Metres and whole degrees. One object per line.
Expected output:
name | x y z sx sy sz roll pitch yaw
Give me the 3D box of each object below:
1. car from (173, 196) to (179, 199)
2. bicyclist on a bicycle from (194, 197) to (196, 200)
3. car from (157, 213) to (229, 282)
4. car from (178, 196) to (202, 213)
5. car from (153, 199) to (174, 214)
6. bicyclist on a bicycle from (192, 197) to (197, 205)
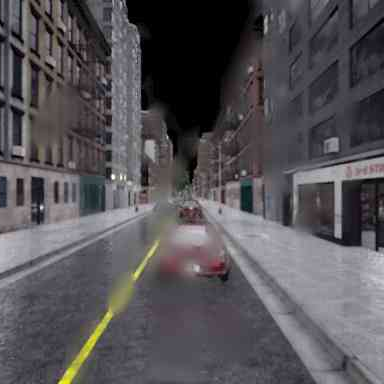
car | -3.427 1.690 79.190 2.097 1.767 4.553 0 0 0
bicyclist on a bicycle | 0.522 1.738 55.628 0.866 1.612 1.509 0 0 0
car | 0.029 1.581 9.858 1.812 1.442 4.674 0 0 0
car | -0.080 1.529 32.857 2.097 1.767 4.553 0 0 0
car | -3.299 1.806 38.008 1.895 1.301 4.718 0 0 0
bicyclist on a bicycle | 0.473 1.787 64.628 0.866 1.612 1.509 0 0 0
